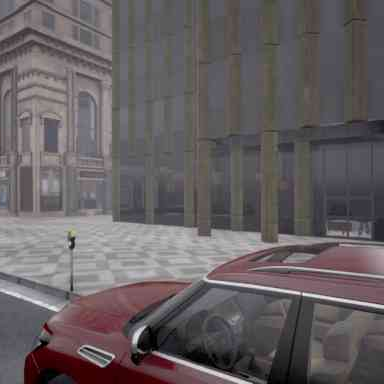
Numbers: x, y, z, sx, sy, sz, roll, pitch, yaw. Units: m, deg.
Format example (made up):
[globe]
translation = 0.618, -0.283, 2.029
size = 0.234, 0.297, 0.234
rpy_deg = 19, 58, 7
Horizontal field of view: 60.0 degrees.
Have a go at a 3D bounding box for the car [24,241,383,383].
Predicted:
[car]
translation = 0.897, 1.315, 2.333
size = 5.009, 1.841, 2.192
rpy_deg = 0, 0, 36
